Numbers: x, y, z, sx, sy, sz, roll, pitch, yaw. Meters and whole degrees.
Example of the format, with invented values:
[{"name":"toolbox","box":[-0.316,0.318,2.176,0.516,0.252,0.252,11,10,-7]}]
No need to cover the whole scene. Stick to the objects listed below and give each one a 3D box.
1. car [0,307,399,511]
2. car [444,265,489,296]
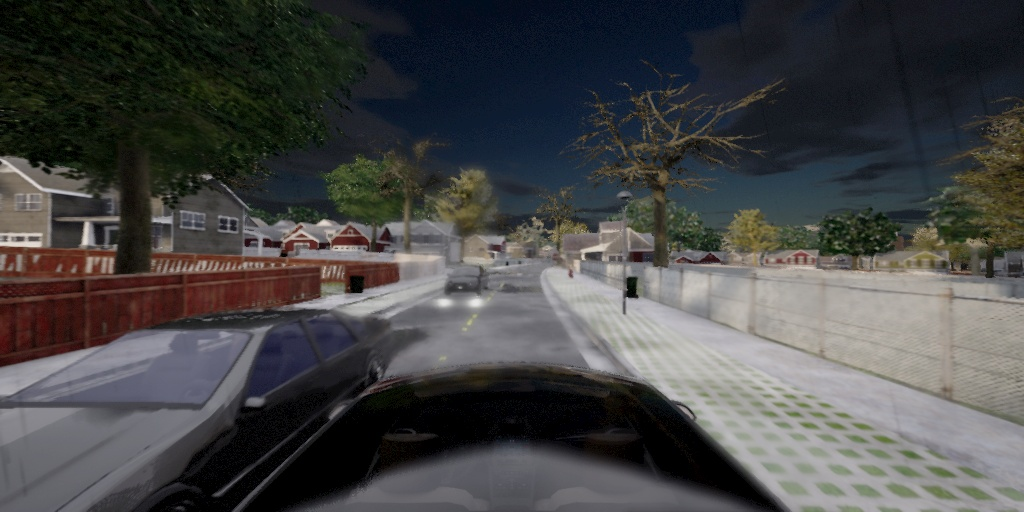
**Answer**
[{"name":"car","box":[-2.793,1.294,3.625,2.033,1.411,5.357,0,0,1]},{"name":"car","box":[-2.360,1.268,19.601,1.837,1.490,4.892,0,0,3]}]
